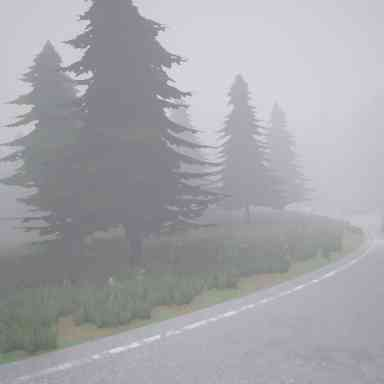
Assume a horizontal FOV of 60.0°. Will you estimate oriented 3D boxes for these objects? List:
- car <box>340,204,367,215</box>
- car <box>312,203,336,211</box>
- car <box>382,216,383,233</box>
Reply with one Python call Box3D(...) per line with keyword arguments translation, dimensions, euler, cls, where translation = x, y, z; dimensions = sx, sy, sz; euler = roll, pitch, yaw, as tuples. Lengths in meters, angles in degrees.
Box3D(translation=(20.491, 2.191, 42.525), dimensions=(1.895, 1.301, 4.718), euler=(-4, -2, 7), cls="car")
Box3D(translation=(21.704, 2.535, 55.159), dimensions=(1.895, 1.301, 4.718), euler=(-4, -1, -8), cls="car")
Box3D(translation=(11.580, 1.693, 18.302), dimensions=(1.812, 1.442, 4.674), euler=(-2, -2, 26), cls="car")
